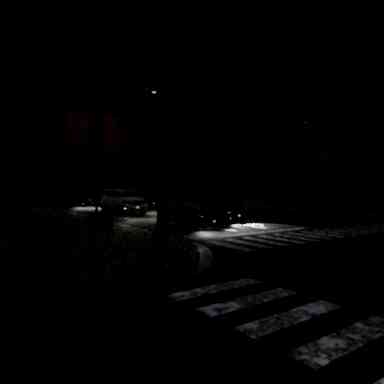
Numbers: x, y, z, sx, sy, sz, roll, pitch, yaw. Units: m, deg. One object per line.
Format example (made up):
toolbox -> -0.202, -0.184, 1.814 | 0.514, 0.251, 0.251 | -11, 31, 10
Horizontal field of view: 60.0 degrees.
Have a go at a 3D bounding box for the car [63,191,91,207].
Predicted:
car -> -13.182, 0.932, 38.143 | 1.895, 1.301, 4.718 | 0, 1, -35

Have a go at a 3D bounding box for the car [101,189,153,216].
car -> -5.720, 0.774, 27.599 | 2.150, 2.045, 5.566 | 0, 1, -35

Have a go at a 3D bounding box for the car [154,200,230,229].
car -> -0.142, 1.248, 19.730 | 1.812, 1.442, 4.674 | 0, 1, -35

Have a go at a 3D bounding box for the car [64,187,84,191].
car -> -18.015, 0.256, 50.740 | 2.150, 2.045, 5.566 | 0, 1, -35

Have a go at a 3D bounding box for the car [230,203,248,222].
car -> 1.825, 1.270, 22.564 | 1.994, 1.385, 4.181 | 0, 1, -35
